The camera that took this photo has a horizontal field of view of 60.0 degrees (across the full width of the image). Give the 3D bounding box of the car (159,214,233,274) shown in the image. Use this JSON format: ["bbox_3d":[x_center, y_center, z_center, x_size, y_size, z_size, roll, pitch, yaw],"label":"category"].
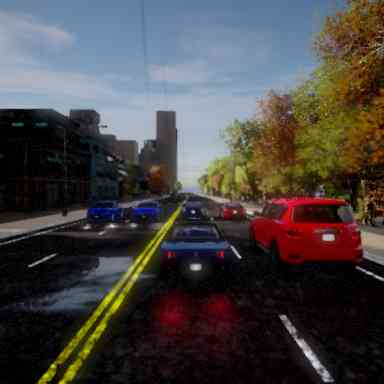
[{"bbox_3d":[0.102,1.585,10.502,1.895,1.301,4.718,0,0,0],"label":"car"}]

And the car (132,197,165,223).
[{"bbox_3d":[-3.336,1.438,25.546,1.882,1.535,5.008,0,0,0],"label":"car"}]

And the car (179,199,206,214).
[{"bbox_3d":[0.111,1.523,27.808,1.994,1.385,4.181,0,0,0],"label":"car"}]

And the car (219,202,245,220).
[{"bbox_3d":[3.361,1.524,27.749,1.994,1.385,4.181,0,0,0],"label":"car"}]

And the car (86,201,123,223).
[{"bbox_3d":[-6.586,1.437,25.548,1.882,1.535,5.008,0,0,0],"label":"car"}]

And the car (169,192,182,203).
[{"bbox_3d":[-3.223,1.119,65.963,2.150,2.045,5.566,0,0,0],"label":"car"}]

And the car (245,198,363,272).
[{"bbox_3d":[3.353,1.207,10.846,2.150,2.045,5.566,0,0,0],"label":"car"}]
